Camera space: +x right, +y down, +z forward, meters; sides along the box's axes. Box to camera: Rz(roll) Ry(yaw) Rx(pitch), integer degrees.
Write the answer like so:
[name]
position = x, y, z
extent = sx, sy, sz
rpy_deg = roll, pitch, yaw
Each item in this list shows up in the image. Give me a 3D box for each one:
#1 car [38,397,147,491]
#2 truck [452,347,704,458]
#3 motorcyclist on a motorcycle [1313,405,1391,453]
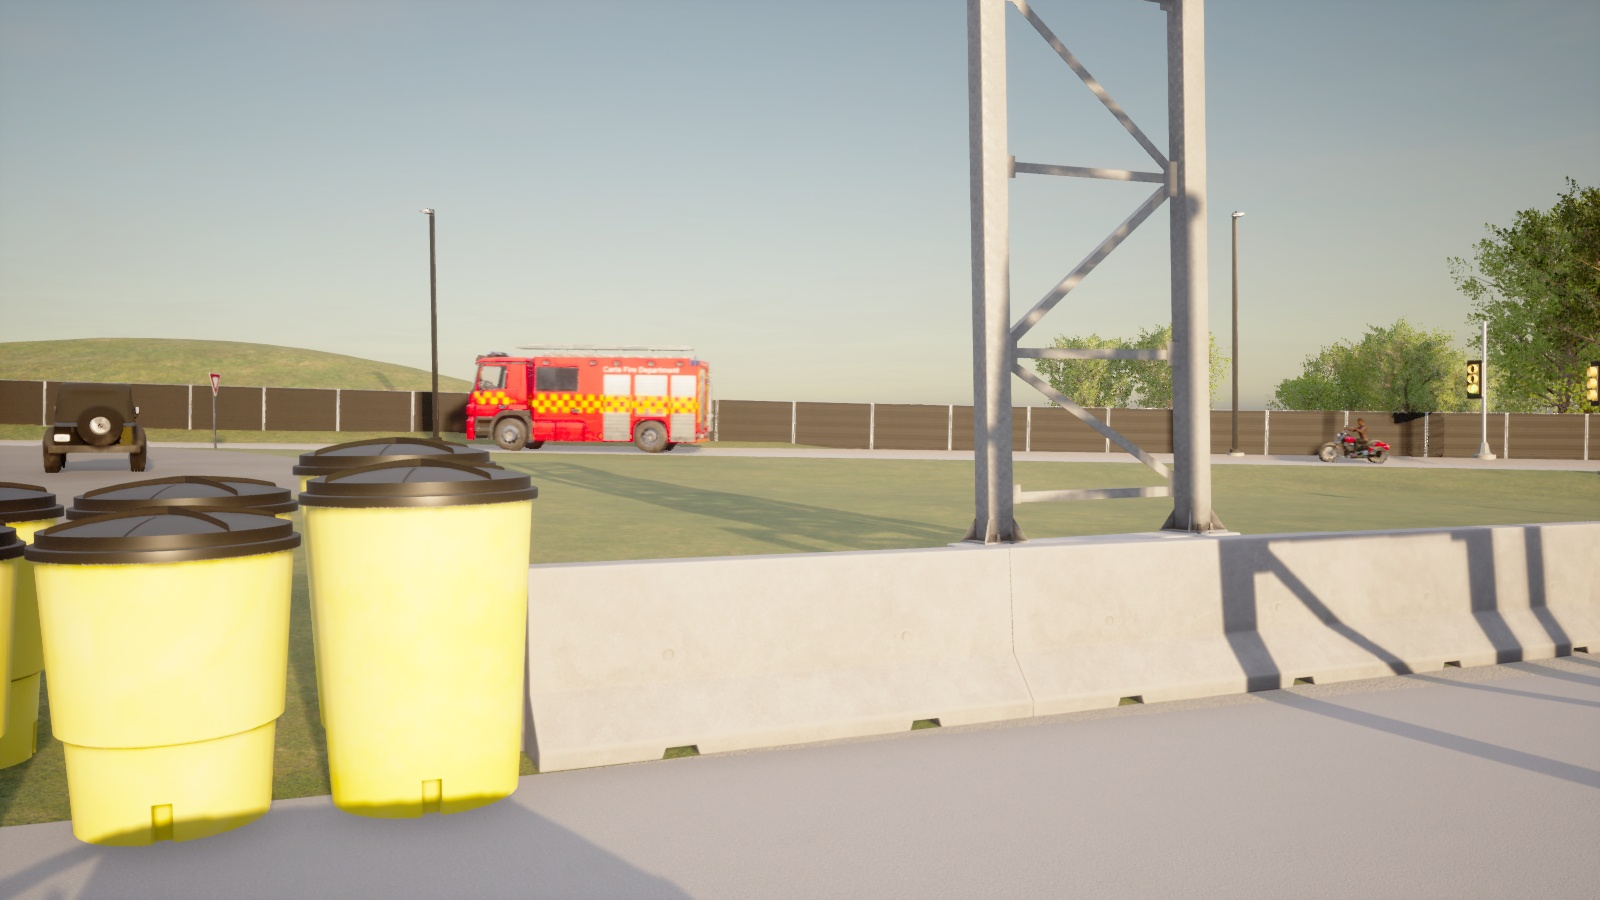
[car]
position = -15.408, -0.185, 27.465
extent = 1.905, 1.878, 3.866
rpy_deg = -2, 2, -28
[truck]
position = -7.921, -1.692, 45.458
extent = 8.468, 3.827, 2.891
rpy_deg = 0, 2, 4
[motorcyclist on a motorcycle]
position = 19.142, -0.733, 43.598
extent = 2.350, 1.649, 0.766
rpy_deg = 0, 2, 4
